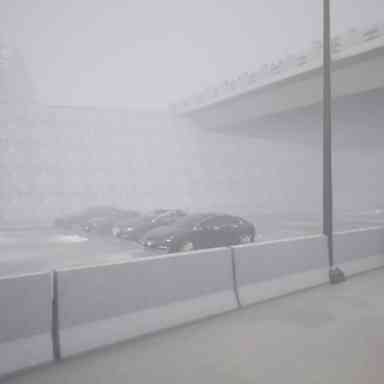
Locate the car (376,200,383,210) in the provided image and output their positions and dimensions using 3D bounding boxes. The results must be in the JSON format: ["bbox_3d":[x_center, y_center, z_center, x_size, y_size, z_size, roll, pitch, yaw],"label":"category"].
[{"bbox_3d":[27.468,1.771,46.475,4.181,1.385,1.994,0,0,-36],"label":"car"}]

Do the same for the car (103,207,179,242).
[{"bbox_3d":[-1.443,1.602,16.177,4.902,1.511,2.128,0,0,-37],"label":"car"}]

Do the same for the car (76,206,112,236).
[{"bbox_3d":[-3.931,1.699,18.688,4.181,1.385,1.994,0,0,-37],"label":"car"}]

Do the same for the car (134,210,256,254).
[{"bbox_3d":[0.440,1.590,13.217,4.892,1.490,1.837,0,0,-37],"label":"car"}]

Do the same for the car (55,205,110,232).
[{"bbox_3d":[-6.146,1.638,21.403,5.008,1.535,1.882,0,0,-37],"label":"car"}]
